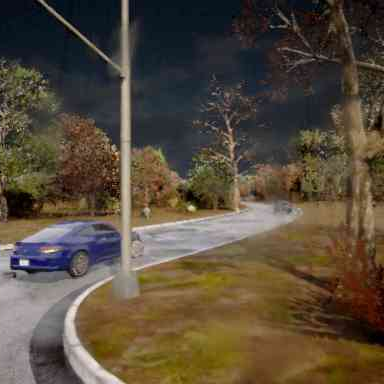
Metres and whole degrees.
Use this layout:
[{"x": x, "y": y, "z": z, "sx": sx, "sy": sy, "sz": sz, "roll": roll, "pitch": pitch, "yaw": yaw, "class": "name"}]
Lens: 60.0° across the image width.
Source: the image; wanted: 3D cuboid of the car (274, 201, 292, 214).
[{"x": 10.871, "y": 1.763, "z": 39.866, "sx": 2.128, "sy": 1.511, "sz": 4.902, "roll": 0, "pitch": -1, "yaw": 18, "class": "car"}]

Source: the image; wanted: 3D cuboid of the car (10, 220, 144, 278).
[{"x": -3.329, "y": 1.597, "z": 10.444, "sx": 1.812, "sy": 1.442, "sz": 4.674, "roll": -2, "pitch": -1, "yaw": 22, "class": "car"}]
